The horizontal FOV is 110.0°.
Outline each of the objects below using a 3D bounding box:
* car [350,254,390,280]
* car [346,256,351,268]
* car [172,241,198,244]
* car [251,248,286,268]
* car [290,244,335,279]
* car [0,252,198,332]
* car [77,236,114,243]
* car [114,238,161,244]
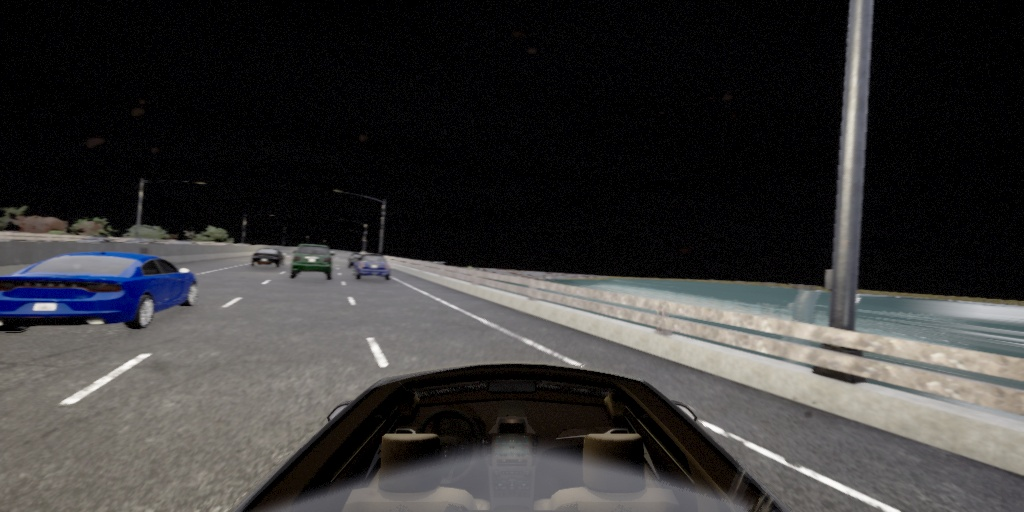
[{"bbox_3d":[-9.798,0.633,24.958,2.097,1.767,4.553,4,-1,-27],"label":"car"},{"bbox_3d":[-15.820,0.487,36.815,1.837,1.490,4.892,4,0,-26],"label":"car"},{"bbox_3d":[-37.839,-1.017,41.602,1.882,1.535,5.008,4,-1,-26],"label":"car"},{"bbox_3d":[-19.947,0.095,29.524,1.882,1.535,5.008,4,-1,-27],"label":"car"},{"bbox_3d":[-12.620,0.283,22.839,2.150,2.045,5.566,4,-1,-27],"label":"car"},{"bbox_3d":[-9.035,0.651,8.268,1.882,1.535,5.008,4,-1,-28],"label":"car"},{"bbox_3d":[-43.842,-1.386,38.001,1.994,1.385,4.181,4,-1,-26],"label":"car"},{"bbox_3d":[-40.677,-1.224,39.477,2.128,1.511,4.902,4,-1,-26],"label":"car"}]
